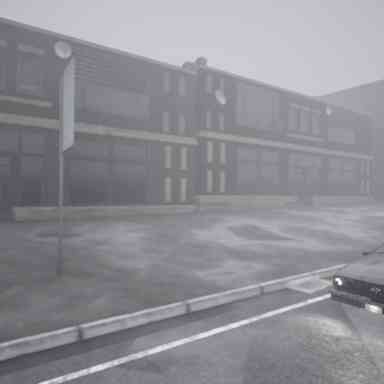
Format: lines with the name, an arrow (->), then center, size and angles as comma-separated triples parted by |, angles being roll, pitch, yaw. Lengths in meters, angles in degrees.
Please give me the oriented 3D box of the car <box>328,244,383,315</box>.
car -> 5.183, 1.546, 7.075 | 5.357, 1.411, 2.033 | 0, 0, -36
